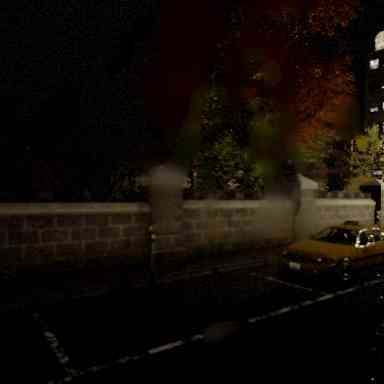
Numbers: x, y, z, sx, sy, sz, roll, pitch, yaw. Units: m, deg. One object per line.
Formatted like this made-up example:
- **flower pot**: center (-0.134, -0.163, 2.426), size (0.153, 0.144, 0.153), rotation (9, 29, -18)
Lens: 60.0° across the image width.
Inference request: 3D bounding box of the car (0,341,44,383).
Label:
- **car**: center (-2.799, 1.560, 1.381), size (4.181, 1.385, 1.994), rotation (0, 0, -35)

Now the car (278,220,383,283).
- **car**: center (4.562, 1.549, 9.798), size (4.829, 1.417, 1.752), rotation (0, 1, -35)
